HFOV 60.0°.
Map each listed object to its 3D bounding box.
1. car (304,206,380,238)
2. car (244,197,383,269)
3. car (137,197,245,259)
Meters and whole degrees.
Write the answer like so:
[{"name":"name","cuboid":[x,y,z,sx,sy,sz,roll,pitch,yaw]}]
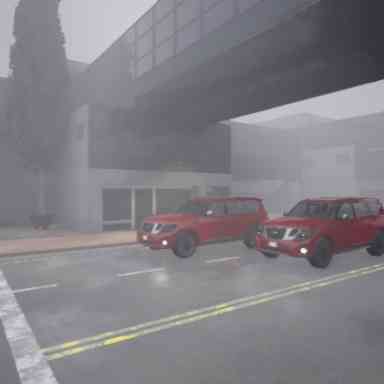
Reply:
[{"name":"car","cuboid":[8.326,1.555,18.399,4.181,1.385,1.994,0,0,-35]},{"name":"car","cuboid":[4.686,1.215,11.553,5.566,2.045,2.150,0,0,-35]},{"name":"car","cuboid":[0.652,1.211,13.002,5.566,2.045,2.150,0,0,-35]}]
